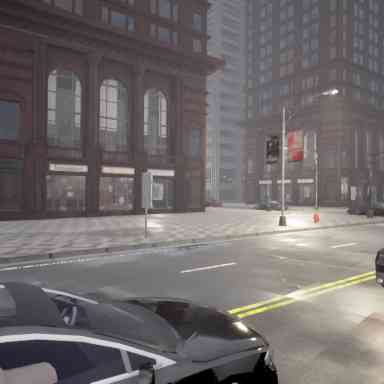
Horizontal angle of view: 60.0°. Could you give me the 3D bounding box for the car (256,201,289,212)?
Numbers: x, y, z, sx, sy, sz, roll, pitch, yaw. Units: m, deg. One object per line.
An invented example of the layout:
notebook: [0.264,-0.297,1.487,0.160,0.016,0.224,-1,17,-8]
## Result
car: [10.086,1.769,41.919,1.994,1.385,4.181,1,-1,-36]

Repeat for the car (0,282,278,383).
car: [-1.421,1.492,2.426,4.902,1.511,2.128,0,0,-35]

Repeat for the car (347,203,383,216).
car: [17.208,1.683,30.899,2.033,1.411,5.357,1,-1,-28]

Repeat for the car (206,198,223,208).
car: [2.765,1.741,52.252,1.882,1.535,5.008,1,0,-35]

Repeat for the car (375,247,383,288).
car: [6.198,1.516,7.843,4.892,1.490,1.837,0,0,-35]
